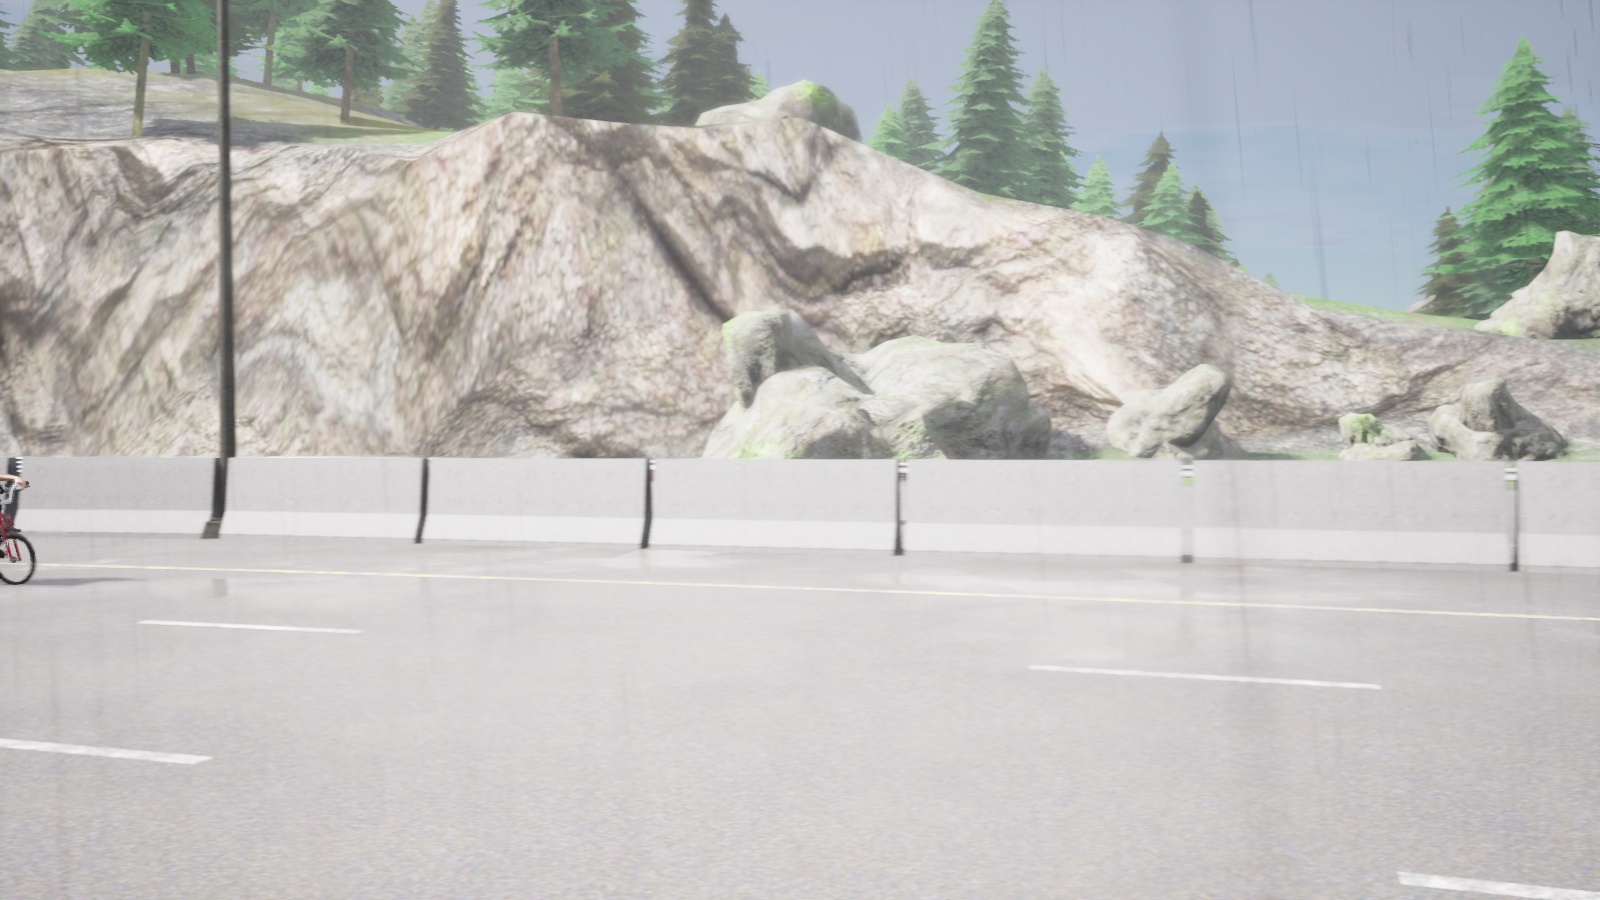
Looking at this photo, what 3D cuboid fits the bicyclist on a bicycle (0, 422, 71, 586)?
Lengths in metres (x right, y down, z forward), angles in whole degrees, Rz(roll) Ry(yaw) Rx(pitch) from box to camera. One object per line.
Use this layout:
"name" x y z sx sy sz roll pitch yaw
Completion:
"bicyclist on a bicycle" -8.511 0.519 12.964 1.509 1.612 0.866 0 1 14
